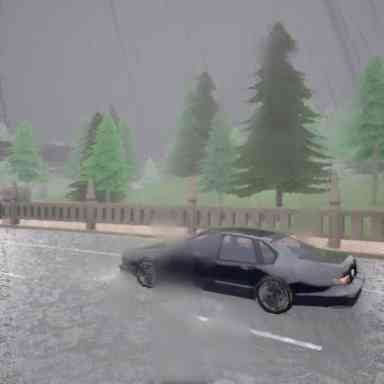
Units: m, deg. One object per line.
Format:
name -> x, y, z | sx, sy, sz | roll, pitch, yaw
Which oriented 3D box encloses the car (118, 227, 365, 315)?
car -> 0.834, 1.521, 7.471 | 5.357, 1.411, 2.033 | 0, 0, 33
